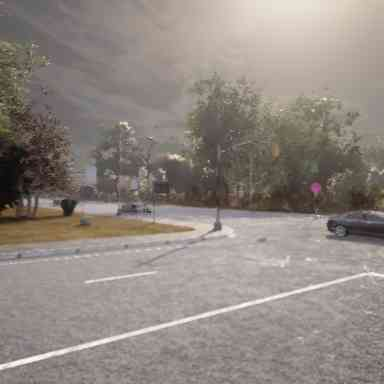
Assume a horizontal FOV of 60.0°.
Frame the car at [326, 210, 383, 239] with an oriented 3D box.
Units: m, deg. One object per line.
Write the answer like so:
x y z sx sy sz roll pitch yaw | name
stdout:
9.447 1.744 17.140 1.837 1.490 4.892 1 0 -39 | car

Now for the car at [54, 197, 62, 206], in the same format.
-21.847 1.646 56.224 1.837 1.490 4.892 1 0 -39 | car

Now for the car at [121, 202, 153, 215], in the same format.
-6.081 1.765 36.531 1.994 1.385 4.181 1 0 -39 | car
